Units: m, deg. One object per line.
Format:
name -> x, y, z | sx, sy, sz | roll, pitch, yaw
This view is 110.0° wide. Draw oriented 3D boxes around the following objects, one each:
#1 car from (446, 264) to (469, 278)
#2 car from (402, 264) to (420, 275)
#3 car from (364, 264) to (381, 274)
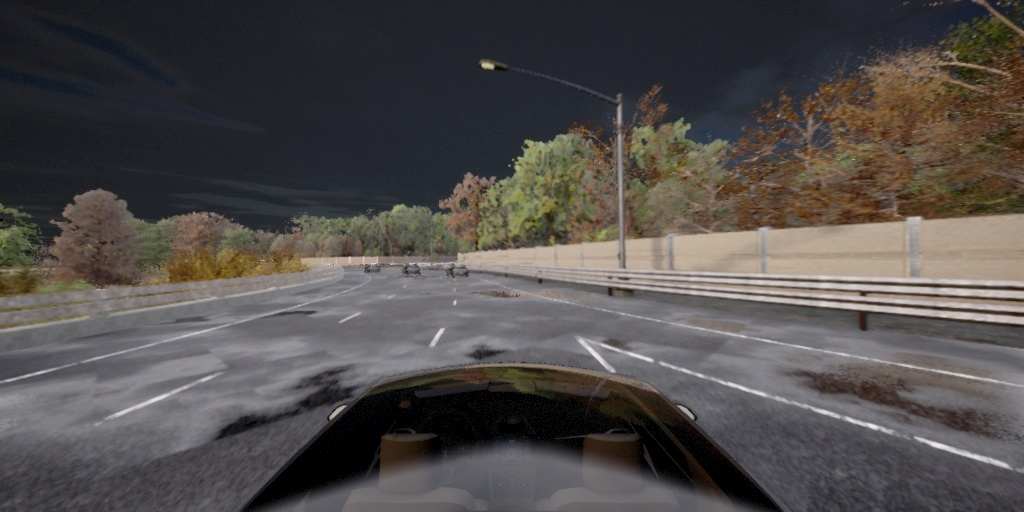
car -> -6.032, 1.616, 39.148 | 2.128, 1.511, 4.902 | -1, -1, -20
car -> -13.668, 1.803, 48.428 | 2.128, 1.511, 4.902 | -1, -1, -26
car -> -22.407, 2.009, 57.565 | 2.128, 1.511, 4.902 | -1, -1, -32
